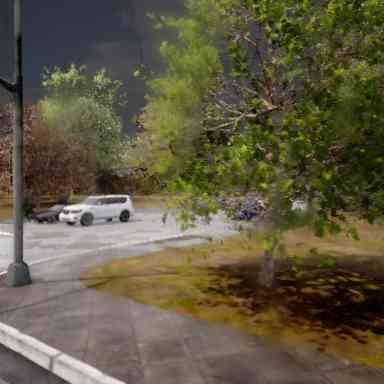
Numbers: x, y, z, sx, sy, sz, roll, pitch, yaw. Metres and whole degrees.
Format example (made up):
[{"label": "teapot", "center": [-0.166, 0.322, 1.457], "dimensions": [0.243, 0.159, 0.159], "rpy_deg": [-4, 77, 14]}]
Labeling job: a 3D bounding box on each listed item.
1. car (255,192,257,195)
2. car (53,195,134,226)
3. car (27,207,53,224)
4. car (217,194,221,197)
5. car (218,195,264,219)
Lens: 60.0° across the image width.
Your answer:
[{"label": "car", "center": [11.138, 0.392, 52.979], "dimensions": [1.994, 1.385, 4.181], "rpy_deg": [0, 3, 38]}, {"label": "car", "center": [-6.796, 1.281, 24.400], "dimensions": [2.150, 2.045, 5.566], "rpy_deg": [0, 0, 38]}, {"label": "car", "center": [-9.905, 1.637, 26.102], "dimensions": [2.033, 1.411, 5.357], "rpy_deg": [0, 0, 38]}, {"label": "car", "center": [1.740, 1.049, 35.356], "dimensions": [2.097, 1.767, 4.553], "rpy_deg": [0, 2, 38]}, {"label": "car", "center": [4.483, 1.294, 27.328], "dimensions": [1.882, 1.535, 5.008], "rpy_deg": [0, 1, 38]}]
